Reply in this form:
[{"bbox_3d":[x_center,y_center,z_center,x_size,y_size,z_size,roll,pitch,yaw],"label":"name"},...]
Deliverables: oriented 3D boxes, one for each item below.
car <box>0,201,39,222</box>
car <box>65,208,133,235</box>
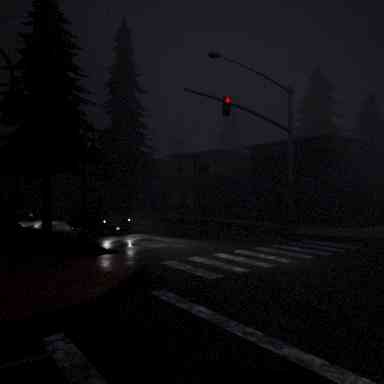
[{"bbox_3d":[-14.151,1.471,26.593,4.902,1.511,2.128,0,0,35],"label":"car"},{"bbox_3d":[-5.342,1.582,18.826,1.895,1.301,4.718,0,0,-43],"label":"car"}]
